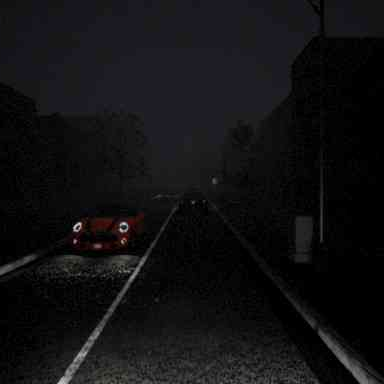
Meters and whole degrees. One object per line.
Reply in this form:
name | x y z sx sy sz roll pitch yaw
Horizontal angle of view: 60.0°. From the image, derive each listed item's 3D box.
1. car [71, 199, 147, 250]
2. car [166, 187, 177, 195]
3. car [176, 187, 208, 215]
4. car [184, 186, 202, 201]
car | -3.103 1.134 13.180 2.097 1.767 4.553 0 2 0
car | -3.077 -0.153 54.988 1.994 1.385 4.181 0 2 0
car | 0.092 0.701 25.312 2.097 1.767 4.553 0 2 0
car | 0.086 0.110 41.792 2.097 1.767 4.553 0 2 0
